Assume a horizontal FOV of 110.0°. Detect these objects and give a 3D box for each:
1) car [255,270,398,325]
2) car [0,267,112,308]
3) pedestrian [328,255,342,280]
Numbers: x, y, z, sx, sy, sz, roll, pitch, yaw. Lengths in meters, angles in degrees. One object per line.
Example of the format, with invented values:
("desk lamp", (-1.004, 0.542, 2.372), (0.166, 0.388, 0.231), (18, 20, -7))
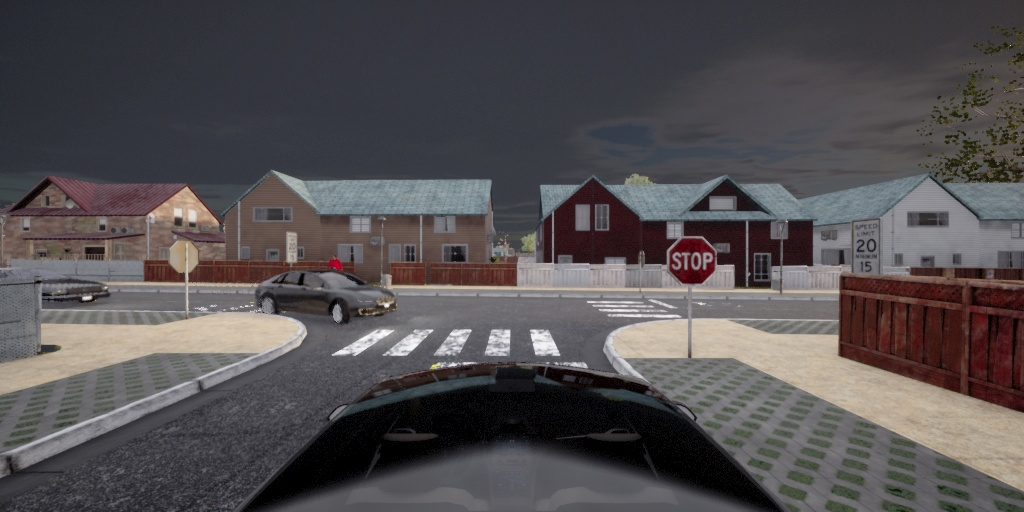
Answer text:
("car", (-6.015, 1.215, 11.613), (4.892, 1.490, 1.837), (0, -1, 21))
("car", (-18.308, 1.128, 13.265), (5.357, 1.411, 2.033), (1, 0, 1))
("pedestrian", (-9.399, 0.803, 18.949), (0.375, 1.860, 0.375), (0, 0, 1))
